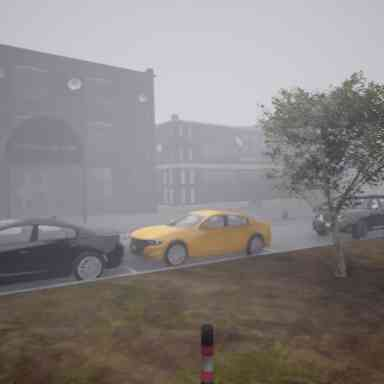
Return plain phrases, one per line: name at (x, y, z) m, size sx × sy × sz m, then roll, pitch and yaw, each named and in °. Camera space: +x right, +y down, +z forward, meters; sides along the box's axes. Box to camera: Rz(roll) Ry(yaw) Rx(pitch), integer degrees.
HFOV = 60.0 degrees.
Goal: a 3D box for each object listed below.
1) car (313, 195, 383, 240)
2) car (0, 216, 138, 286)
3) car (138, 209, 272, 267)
car at (8.473, 1.173, 16.728) m, size 5.566 × 2.045 × 2.435 m, roll 0°, pitch 0°, yaw -35°
car at (-4.079, 1.354, 7.749) m, size 5.008 × 1.535 × 2.097 m, roll 0°, pitch 0°, yaw -33°
car at (0.433, 1.359, 10.977) m, size 5.008 × 1.535 × 2.097 m, roll 1°, pitch 0°, yaw -33°
